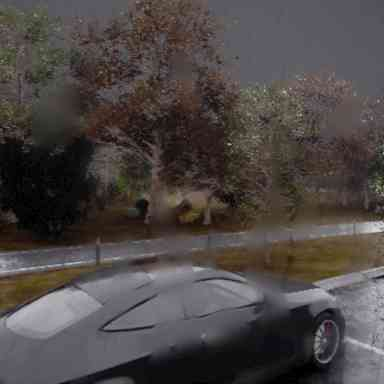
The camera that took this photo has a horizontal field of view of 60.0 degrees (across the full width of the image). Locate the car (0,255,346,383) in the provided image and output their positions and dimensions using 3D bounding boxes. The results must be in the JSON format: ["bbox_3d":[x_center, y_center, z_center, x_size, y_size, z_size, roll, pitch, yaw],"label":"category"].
[{"bbox_3d":[-0.107,1.515,3.992,4.674,1.452,2.002,-1,0,-35],"label":"car"}]
